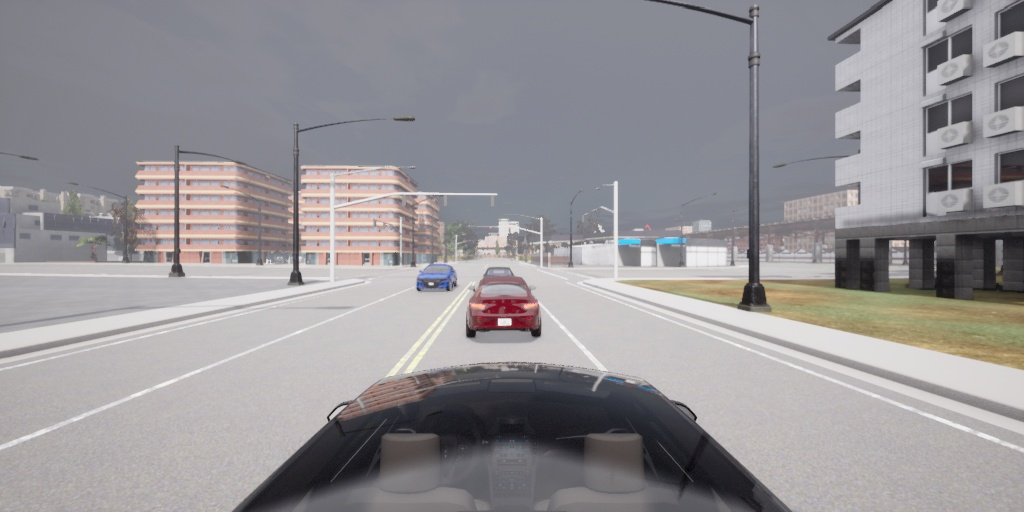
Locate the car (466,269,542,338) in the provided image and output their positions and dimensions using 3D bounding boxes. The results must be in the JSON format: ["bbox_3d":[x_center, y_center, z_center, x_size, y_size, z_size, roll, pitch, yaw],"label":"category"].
[{"bbox_3d":[-0.265,1.274,10.132,1.812,1.442,4.674,0,0,-3],"label":"car"}]

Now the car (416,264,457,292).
[{"bbox_3d":[-4.419,1.226,21.579,1.882,1.535,5.008,0,0,-3],"label":"car"}]

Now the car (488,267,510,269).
[{"bbox_3d":[-0.720,1.294,19.706,2.033,1.411,5.357,0,0,-3],"label":"car"}]
